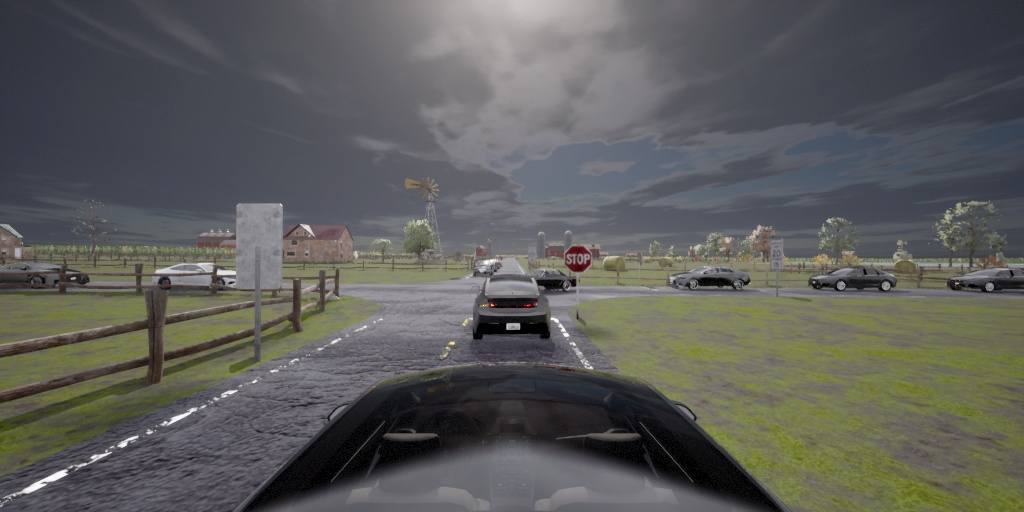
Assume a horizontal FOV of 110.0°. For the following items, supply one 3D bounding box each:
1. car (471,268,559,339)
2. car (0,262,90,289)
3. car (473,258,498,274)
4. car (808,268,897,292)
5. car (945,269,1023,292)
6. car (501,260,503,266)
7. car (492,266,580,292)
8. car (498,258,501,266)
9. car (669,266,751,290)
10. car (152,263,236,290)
[{"bbox_3d":[-0.074,1.256,10.054,1.837,1.490,4.892,0,0,-2],"label":"car"},{"bbox_3d":[-26.364,1.048,19.888,4.181,1.385,1.994,1,-1,-1],"label":"car"},{"bbox_3d":[-2.861,1.243,36.741,2.128,1.511,4.902,0,0,0],"label":"car"},{"bbox_3d":[22.199,1.499,23.501,4.892,1.490,1.837,1,-1,-1],"label":"car"},{"bbox_3d":[31.702,1.587,23.622,4.892,1.490,1.837,1,-1,-1],"label":"car"},{"bbox_3d":[-2.823,1.240,55.729,2.128,1.511,4.902,0,0,0],"label":"car"},{"bbox_3d":[1.499,1.369,20.100,4.718,1.301,1.895,1,0,-35],"label":"car"},{"bbox_3d":[-2.854,1.241,46.187,2.128,1.511,4.902,0,0,0],"label":"car"},{"bbox_3d":[12.797,1.397,23.329,4.902,1.511,2.128,1,-1,-2],"label":"car"},{"bbox_3d":[-17.244,1.103,20.010,4.674,1.442,1.812,1,-1,-1],"label":"car"}]
